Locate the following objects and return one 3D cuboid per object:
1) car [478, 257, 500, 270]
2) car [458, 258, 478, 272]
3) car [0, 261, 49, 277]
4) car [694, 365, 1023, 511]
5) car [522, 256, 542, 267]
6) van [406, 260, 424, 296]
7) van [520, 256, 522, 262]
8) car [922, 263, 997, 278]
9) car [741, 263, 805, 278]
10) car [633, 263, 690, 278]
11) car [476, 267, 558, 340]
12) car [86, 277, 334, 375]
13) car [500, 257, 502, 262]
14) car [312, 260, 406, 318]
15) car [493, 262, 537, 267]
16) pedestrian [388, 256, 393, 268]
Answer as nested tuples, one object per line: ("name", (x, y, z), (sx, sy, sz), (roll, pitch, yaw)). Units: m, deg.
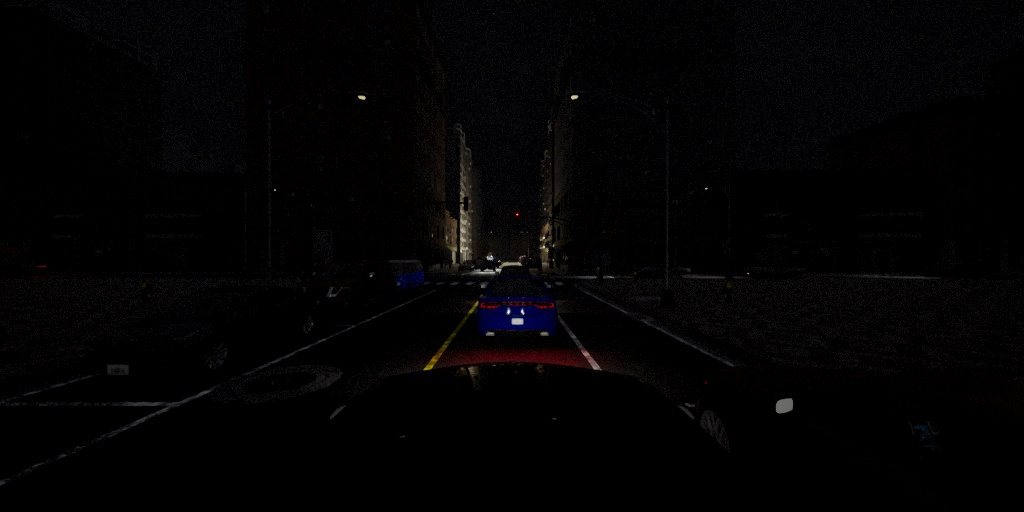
("car", (-3.002, 1.235, 46.172), (2.033, 1.411, 5.357), (0, 0, 0))
("car", (-5.764, 1.213, 45.634), (1.751, 1.417, 4.829), (0, 0, 0))
("car", (-47.484, 1.185, 34.291), (4.902, 1.511, 2.128), (0, 0, 1))
("car", (2.668, 1.295, 1.822), (1.888, 1.381, 4.507), (0, 0, 0))
("car", (2.763, 1.003, 45.759), (2.192, 1.841, 5.009), (0, 0, 0))
("van", (-5.821, 1.089, 18.786), (1.690, 1.789, 3.998), (0, 0, 0))
("van", (2.798, 0.984, 62.729), (1.690, 1.789, 3.998), (0, 0, 0))
("car", (40.745, 1.329, 32.778), (4.718, 1.301, 1.895), (0, 0, 1))
("car", (24.031, 1.315, 33.100), (4.718, 1.301, 1.895), (0, 0, 1))
("car", (13.771, 1.310, 33.266), (4.718, 1.301, 1.895), (0, 0, 1))
("car", (0.118, 1.228, 10.022), (1.882, 1.535, 5.008), (0, 0, 0))
("car", (-5.845, 1.316, 7.505), (1.948, 1.339, 4.313), (0, 0, 0))
("car", (-2.965, 1.262, 56.085), (1.895, 1.301, 4.718), (0, 0, 0))
("car", (-5.833, 1.065, 13.145), (2.192, 1.841, 5.009), (0, 0, 0))
("car", (0.134, 1.252, 19.224), (1.837, 1.490, 4.892), (0, 0, 0))
("pedestrian", (-12.476, 0.846, 36.767), (0.375, 1.860, 0.375), (0, 0, 1))
